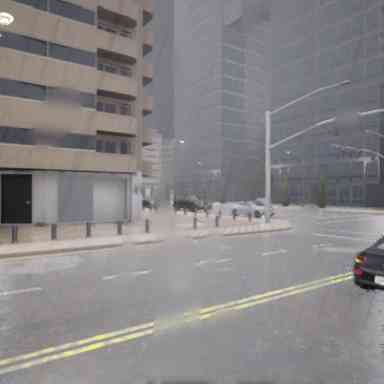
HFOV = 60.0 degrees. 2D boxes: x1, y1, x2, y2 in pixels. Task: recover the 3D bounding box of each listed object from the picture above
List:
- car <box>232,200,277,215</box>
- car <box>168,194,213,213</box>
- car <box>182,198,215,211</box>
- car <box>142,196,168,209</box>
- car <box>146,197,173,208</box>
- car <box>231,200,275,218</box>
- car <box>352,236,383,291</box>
[{"bbox_3d":[6.577,1.593,35.496,1.812,1.442,4.674,0,0,-36],"label":"car"},{"bbox_3d":[-0.094,1.273,38.802,2.150,2.045,5.566,0,0,-36],"label":"car"},{"bbox_3d":[0.772,1.573,43.645,1.837,1.490,4.892,0,0,-35],"label":"car"},{"bbox_3d":[-5.839,1.404,46.970,2.097,1.767,4.553,0,0,-35],"label":"car"},{"bbox_3d":[-5.207,1.560,52.173,2.128,1.511,4.902,0,0,-35],"label":"car"},{"bbox_3d":[5.538,1.577,30.934,1.812,1.442,4.674,0,0,-35],"label":"car"},{"bbox_3d":[5.594,1.568,7.799,4.674,1.442,1.812,0,0,-35],"label":"car"}]
